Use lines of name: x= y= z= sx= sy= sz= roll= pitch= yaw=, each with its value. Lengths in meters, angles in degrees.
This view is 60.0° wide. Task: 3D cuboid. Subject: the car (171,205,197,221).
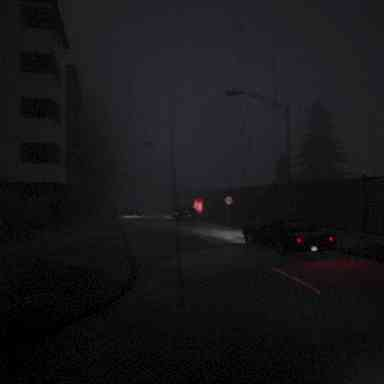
car: x=-0.814 y=2.029 z=32.893 sx=2.128 sy=1.511 sz=4.902 roll=0 pitch=-1 yaw=-13

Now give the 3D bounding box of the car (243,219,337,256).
car: x=3.864 y=1.801 z=14.199 sx=1.895 sy=1.301 sz=4.718 roll=0 pitch=-1 yaw=-15

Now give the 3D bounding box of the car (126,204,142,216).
car: x=-7.594 y=2.304 z=43.172 sx=2.033 sy=1.411 sz=5.357 roll=0 pitch=-1 yaw=-13

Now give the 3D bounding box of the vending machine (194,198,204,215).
vending machine: x=0.938 y=1.890 z=43.589 sx=1.100 sy=2.100 sz=0.880 roll=0 pitch=-1 yaw=-14
